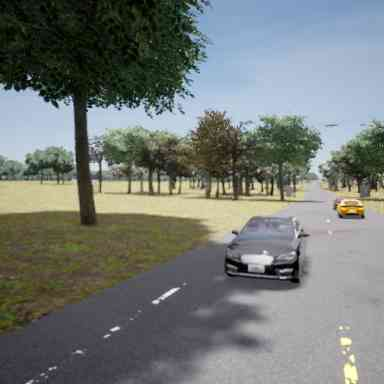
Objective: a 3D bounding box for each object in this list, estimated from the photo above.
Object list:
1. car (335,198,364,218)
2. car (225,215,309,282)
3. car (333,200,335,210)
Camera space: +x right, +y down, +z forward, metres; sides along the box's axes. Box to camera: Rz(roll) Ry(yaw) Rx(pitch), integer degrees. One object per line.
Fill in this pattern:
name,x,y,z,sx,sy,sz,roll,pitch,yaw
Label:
car,14.012,1.398,29.488,1.882,1.535,5.008,0,0,22
car,2.375,1.474,9.885,2.128,1.511,4.902,0,0,22
car,18.614,1.441,41.315,1.812,1.442,4.674,0,0,22
